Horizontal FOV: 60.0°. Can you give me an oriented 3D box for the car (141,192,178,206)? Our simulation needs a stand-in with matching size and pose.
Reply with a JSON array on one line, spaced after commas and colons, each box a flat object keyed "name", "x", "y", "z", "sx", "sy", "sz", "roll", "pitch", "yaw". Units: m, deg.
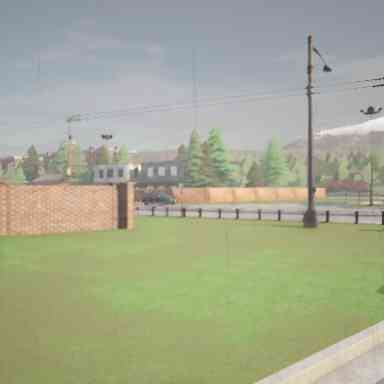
[{"name": "car", "x": -4.746, "y": 0.993, "z": 48.234, "sx": 5.566, "sy": 2.045, "sz": 2.150, "roll": -1, "pitch": 0, "yaw": 29}]
